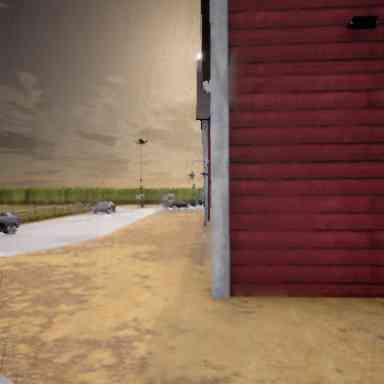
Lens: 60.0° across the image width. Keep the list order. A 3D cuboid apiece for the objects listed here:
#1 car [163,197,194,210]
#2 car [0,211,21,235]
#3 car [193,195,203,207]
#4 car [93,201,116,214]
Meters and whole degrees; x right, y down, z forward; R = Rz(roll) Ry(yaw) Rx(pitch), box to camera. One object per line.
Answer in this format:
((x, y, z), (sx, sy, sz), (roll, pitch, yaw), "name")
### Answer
((-2.350, 1.886, 51.038), (1.837, 1.490, 4.892), (-1, -1, 38), "car")
((-11.521, 1.742, 17.941), (2.128, 1.511, 4.902), (0, 0, 13), "car")
((1.129, 1.637, 60.548), (2.150, 2.045, 5.566), (0, 0, -8), "car")
((-10.528, 1.885, 40.193), (1.837, 1.490, 4.892), (0, -1, 1), "car")
